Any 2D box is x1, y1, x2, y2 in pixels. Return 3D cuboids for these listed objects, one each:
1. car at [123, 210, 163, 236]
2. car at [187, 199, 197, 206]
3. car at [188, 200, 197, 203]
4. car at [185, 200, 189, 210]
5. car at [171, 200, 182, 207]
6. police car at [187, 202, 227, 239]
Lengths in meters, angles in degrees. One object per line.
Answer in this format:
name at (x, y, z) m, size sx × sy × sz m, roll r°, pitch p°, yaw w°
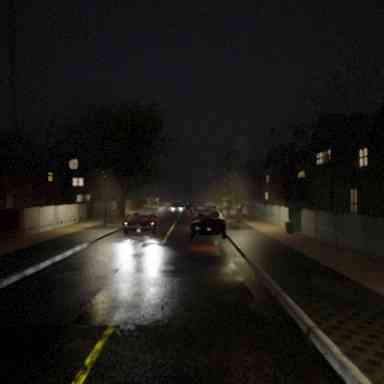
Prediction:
car at (-2.852, 1.795, 20.090) m, size 1.895 × 1.301 × 4.718 m, roll 0°, pitch -1°, yaw 0°
car at (-0.011, 2.140, 68.582) m, size 2.033 × 1.411 × 5.357 m, roll 0°, pitch 0°, yaw 0°
car at (0.820, 1.731, 28.789) m, size 1.801 × 1.575 × 5.366 m, roll 0°, pitch -1°, yaw 0°
car at (-0.008, 1.988, 53.016) m, size 2.128 × 1.511 × 4.902 m, roll 0°, pitch 0°, yaw 0°
car at (-2.796, 2.172, 61.783) m, size 1.895 × 1.301 × 4.718 m, roll 0°, pitch 0°, yaw 1°
police car at (0.822, 1.606, 18.707) m, size 1.930 × 1.638 × 5.238 m, roll 0°, pitch -1°, yaw 0°
